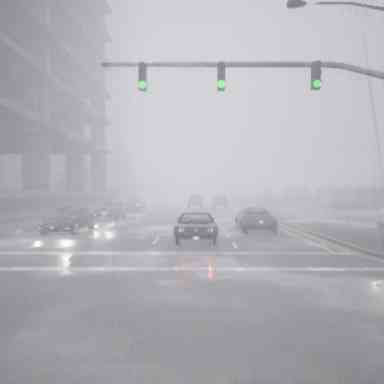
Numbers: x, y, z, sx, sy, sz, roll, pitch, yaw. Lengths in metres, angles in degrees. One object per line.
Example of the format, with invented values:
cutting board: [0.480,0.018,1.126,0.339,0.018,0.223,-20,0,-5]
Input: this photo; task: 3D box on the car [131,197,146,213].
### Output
car: [-6.649,1.426,38.145,2.097,1.767,4.553,0,0,1]

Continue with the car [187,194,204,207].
car: [0.493,1.317,47.520,2.150,2.045,5.566,0,0,1]

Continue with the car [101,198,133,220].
car: [-6.840,1.540,28.383,2.128,1.511,4.902,0,0,1]

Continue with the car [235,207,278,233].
car: [3.738,1.588,19.848,1.994,1.385,4.181,0,0,1]

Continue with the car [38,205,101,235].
car: [-6.967,1.530,19.030,1.837,1.490,4.892,0,0,1]

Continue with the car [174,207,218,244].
car: [0.189,1.616,15.961,1.895,1.301,4.718,0,0,1]

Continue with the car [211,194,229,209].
car: [3.994,1.316,47.495,2.150,2.045,5.566,0,0,1]
